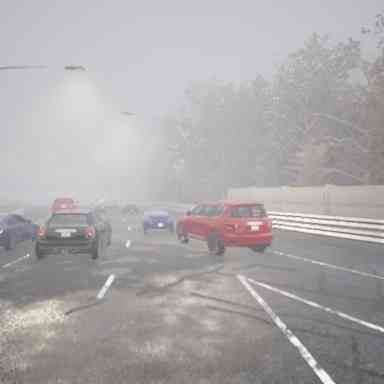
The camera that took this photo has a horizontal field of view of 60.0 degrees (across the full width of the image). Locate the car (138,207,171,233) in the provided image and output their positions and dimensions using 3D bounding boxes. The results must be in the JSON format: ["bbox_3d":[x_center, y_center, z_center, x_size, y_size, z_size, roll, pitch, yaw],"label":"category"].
[{"bbox_3d":[-2.276,1.749,21.384,1.812,1.442,4.674,1,-1,-11],"label":"car"}]

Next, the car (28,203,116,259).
[{"bbox_3d":[-4.486,1.472,13.253,2.097,1.767,4.553,0,-1,-7],"label":"car"}]

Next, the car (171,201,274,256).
[{"bbox_3d":[1.175,1.391,14.298,2.150,2.045,5.566,1,-1,-24],"label":"car"}]

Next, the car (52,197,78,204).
[{"bbox_3d":[-12.449,1.495,32.610,2.150,2.045,5.566,1,-1,-19],"label":"car"}]

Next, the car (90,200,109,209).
[{"bbox_3d":[-15.956,2.115,57.000,1.895,1.301,4.718,1,-1,-31],"label":"car"}]

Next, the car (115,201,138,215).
[{"bbox_3d":[-7.600,1.886,39.715,1.837,1.490,4.892,1,-2,-20],"label":"car"}]

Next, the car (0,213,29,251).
[{"bbox_3d":[-8.149,1.632,14.381,1.812,1.442,4.674,1,-1,-8],"label":"car"}]

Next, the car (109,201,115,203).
[{"bbox_3d":[-12.344,2.067,50.301,1.895,1.301,4.718,1,-1,-26],"label":"car"}]

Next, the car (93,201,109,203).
[{"bbox_3d":[-11.865,1.971,41.107,1.895,1.301,4.718,1,-1,-22],"label":"car"}]
